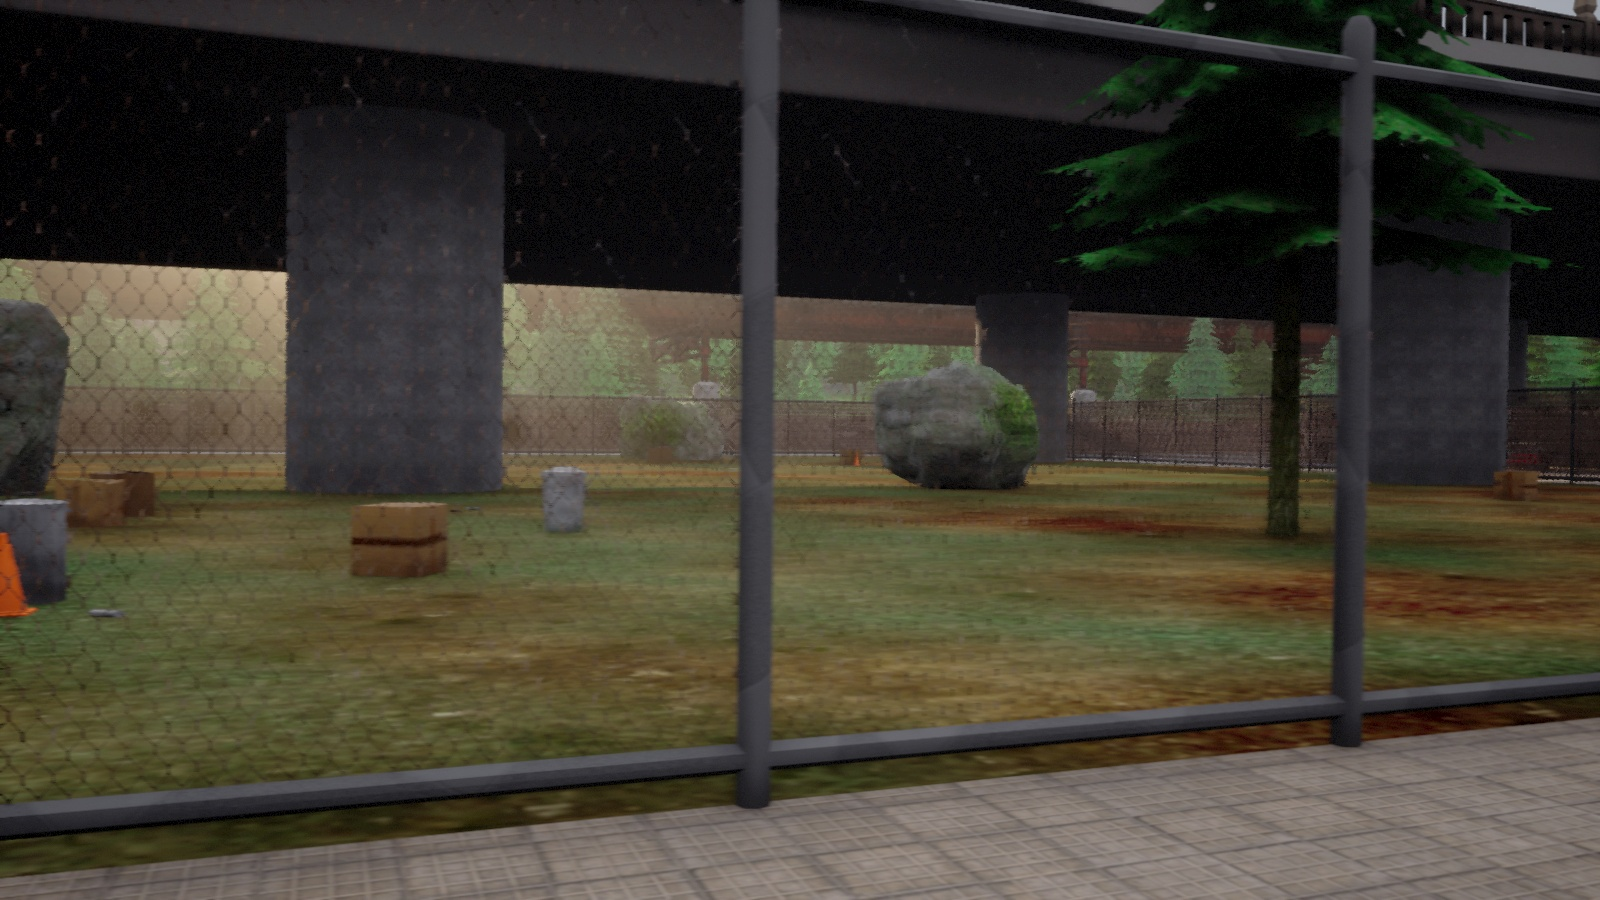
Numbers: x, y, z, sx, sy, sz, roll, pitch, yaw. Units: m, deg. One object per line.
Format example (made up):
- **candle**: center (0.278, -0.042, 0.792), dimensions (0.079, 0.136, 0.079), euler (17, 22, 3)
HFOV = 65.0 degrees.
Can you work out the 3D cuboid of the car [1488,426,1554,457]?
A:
- **car**: center (33.559, -0.406, 58.480), dimensions (1.481, 1.376, 2.207), euler (-1, 1, -21)
